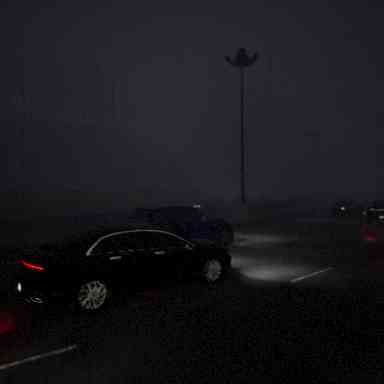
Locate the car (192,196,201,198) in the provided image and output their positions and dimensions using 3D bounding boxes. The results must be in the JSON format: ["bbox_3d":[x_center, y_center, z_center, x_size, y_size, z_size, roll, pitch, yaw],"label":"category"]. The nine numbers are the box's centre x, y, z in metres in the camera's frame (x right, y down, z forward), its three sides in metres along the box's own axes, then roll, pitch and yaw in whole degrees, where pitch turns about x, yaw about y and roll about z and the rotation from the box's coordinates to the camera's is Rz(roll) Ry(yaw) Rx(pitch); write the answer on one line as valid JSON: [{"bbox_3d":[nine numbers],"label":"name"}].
[{"bbox_3d":[0.729,1.271,49.079,1.994,1.385,4.181,0,0,23],"label":"car"}]

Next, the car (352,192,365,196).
[{"bbox_3d":[41.240,0.640,82.488,1.994,1.385,4.181,0,0,11],"label":"car"}]

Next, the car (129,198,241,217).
[{"bbox_3d":[-0.496,1.283,12.739,4.553,1.767,2.097,-1,0,-41],"label":"car"}]

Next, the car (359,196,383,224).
[{"bbox_3d":[12.712,1.253,21.573,2.128,1.511,4.902,0,0,38],"label":"car"}]

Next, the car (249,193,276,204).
[{"bbox_3d":[9.400,1.215,42.707,2.033,1.411,5.357,0,0,25],"label":"car"}]

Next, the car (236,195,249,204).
[{"bbox_3d":[6.974,1.163,45.977,2.128,1.511,4.902,0,0,23],"label":"car"}]

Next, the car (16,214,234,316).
[{"bbox_3d":[-1.233,1.471,7.554,4.892,1.490,1.837,0,0,-38],"label":"car"}]

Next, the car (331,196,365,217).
[{"bbox_3d":[13.145,1.283,28.124,1.994,1.385,4.181,0,0,34],"label":"car"}]

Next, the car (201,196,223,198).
[{"bbox_3d":[3.319,1.226,46.303,1.812,1.442,4.674,0,0,24],"label":"car"}]

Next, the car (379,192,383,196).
[{"bbox_3d":[39.389,0.782,67.405,1.812,1.442,4.674,0,0,11],"label":"car"}]
